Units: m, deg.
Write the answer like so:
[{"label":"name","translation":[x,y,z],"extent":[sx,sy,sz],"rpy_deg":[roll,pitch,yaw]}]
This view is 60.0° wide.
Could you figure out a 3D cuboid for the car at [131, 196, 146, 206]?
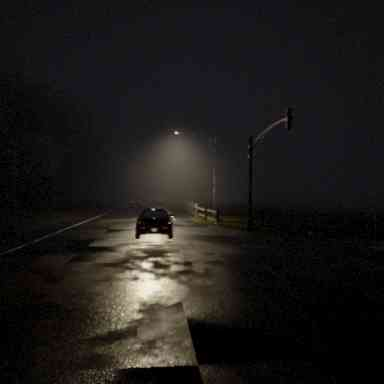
[{"label":"car","translation":[-9.802,1.729,58.850],"extent":[2.033,1.411,5.357],"rpy_deg":[1,0,-6]}]

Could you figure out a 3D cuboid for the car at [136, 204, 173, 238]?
[{"label":"car","translation":[-2.011,1.599,17.899],"extent":[1.812,1.442,4.674],"rpy_deg":[1,0,-6]}]

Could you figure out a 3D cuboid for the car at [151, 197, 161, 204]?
[{"label":"car","translation":[-7.884,1.828,73.227],"extent":[2.033,1.411,5.357],"rpy_deg":[1,0,-6]}]

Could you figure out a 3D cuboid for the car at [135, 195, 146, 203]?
[{"label":"car","translation":[-11.565,1.597,74.815],"extent":[2.097,1.767,4.553],"rpy_deg":[1,0,-6]}]

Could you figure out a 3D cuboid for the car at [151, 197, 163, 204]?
[{"label":"car","translation":[-6.117,1.754,57.240],"extent":[1.812,1.442,4.674],"rpy_deg":[1,0,-6]}]
